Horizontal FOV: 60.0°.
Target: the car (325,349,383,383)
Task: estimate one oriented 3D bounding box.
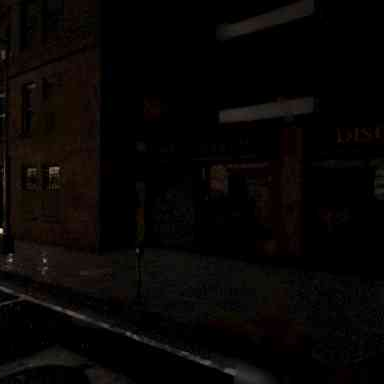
[{"bbox_3d":[2.475,1.451,1.316,4.097,1.590,1.967,1,0,35],"label":"car"}]
